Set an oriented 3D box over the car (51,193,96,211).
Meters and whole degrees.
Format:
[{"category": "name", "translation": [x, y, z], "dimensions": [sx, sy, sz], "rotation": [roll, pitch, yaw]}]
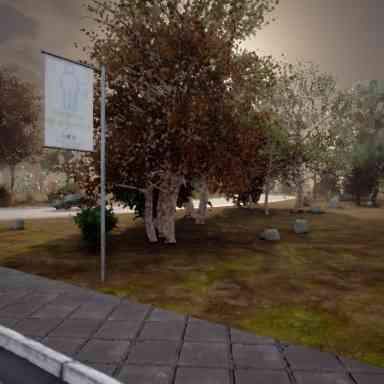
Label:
[{"category": "car", "translation": [-14.855, 1.207, 42.139], "dimensions": [2.150, 2.045, 5.566], "rotation": [0, 0, 38]}]
